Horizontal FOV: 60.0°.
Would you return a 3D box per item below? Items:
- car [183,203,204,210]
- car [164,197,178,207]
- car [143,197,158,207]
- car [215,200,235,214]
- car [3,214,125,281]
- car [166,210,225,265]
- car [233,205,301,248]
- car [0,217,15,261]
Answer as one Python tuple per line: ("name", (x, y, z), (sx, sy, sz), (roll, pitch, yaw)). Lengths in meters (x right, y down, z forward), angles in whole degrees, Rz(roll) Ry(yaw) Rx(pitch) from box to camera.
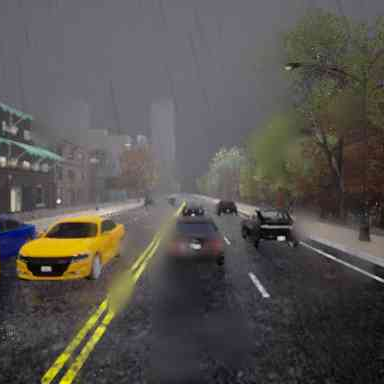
("car", (0.106, 1.680, 30.375), (1.895, 1.301, 4.718), (0, 0, 0))
("car", (-3.302, 1.641, 52.804), (1.837, 1.490, 4.892), (0, 0, 0))
("car", (-6.550, 1.641, 52.655), (1.837, 1.490, 4.892), (0, 0, 1))
("car", (3.356, 1.564, 33.244), (1.882, 1.535, 5.008), (0, 0, 0))
("car", (-3.349, 1.505, 10.143), (1.882, 1.535, 5.008), (0, 0, 0))
("car", (0.102, 1.579, 11.790), (2.033, 1.411, 5.357), (0, 0, 0))
("car", (3.352, 1.531, 14.880), (2.128, 1.511, 4.902), (0, 0, 0))
("car", (-6.599, 1.505, 10.128), (1.882, 1.535, 5.008), (0, 0, 0))
